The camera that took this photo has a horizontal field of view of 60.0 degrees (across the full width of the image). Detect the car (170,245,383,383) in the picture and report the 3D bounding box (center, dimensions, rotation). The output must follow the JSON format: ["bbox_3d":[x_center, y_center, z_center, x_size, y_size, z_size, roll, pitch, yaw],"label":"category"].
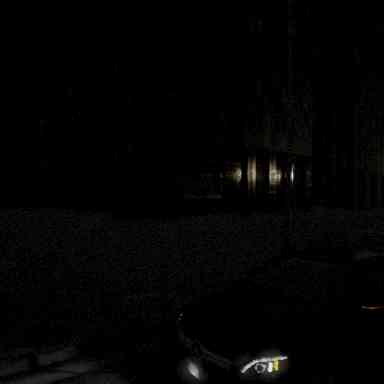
[{"bbox_3d":[1.917,1.564,4.752,4.674,1.442,1.812,1,0,-36],"label":"car"}]
